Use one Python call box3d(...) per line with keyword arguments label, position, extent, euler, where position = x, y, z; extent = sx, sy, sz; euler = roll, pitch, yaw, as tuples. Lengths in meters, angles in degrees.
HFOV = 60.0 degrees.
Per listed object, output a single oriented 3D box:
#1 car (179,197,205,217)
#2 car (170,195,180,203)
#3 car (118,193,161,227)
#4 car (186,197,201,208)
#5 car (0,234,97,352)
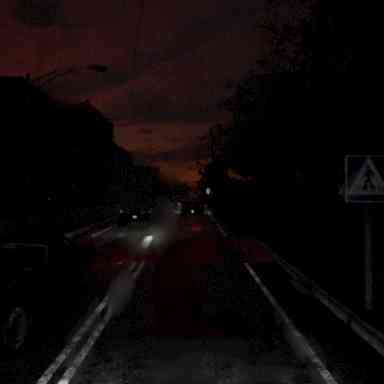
box3d(label="car", position=(0.076, 1.308, 29.149), extent=(1.837, 1.490, 4.892), euler=(0, 0, 1))
box3d(label="car", position=(-3.042, 1.318, 62.681), extent=(1.812, 1.442, 4.674), euler=(0, 0, 1))
box3d(label="car", position=(-3.293, 1.077, 21.948), extent=(2.150, 2.045, 5.566), euler=(0, 0, 0))
box3d(label="car", position=(0.184, 1.339, 44.360), extent=(1.895, 1.301, 4.718), euler=(0, 0, 1))
box3d(label="car", position=(-3.339, 1.558, 6.207), extent=(1.895, 1.301, 4.718), euler=(0, 0, 0))
